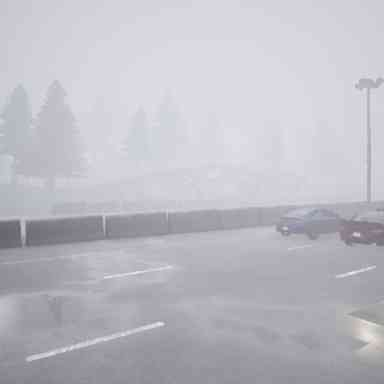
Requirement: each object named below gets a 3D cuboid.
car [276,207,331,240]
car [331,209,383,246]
[{"bbox_3d":[6.236,1.504,16.840,4.674,1.442,1.812,0,0,-35],"label":"car"},{"bbox_3d":[8.247,1.454,13.975,5.008,1.535,1.882,0,0,-35],"label":"car"}]
